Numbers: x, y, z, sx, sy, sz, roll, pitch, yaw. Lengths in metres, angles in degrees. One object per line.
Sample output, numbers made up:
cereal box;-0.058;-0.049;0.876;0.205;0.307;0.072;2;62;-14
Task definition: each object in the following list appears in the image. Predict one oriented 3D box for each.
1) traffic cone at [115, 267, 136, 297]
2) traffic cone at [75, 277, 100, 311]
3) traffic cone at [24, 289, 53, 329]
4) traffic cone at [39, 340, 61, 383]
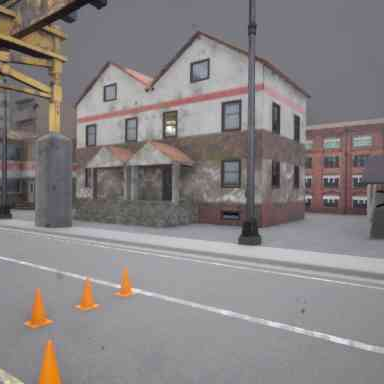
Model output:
traffic cone;-1.453;1.949;7.302;0.340;0.580;0.340;0;0;36
traffic cone;-2.038;1.949;6.491;0.340;0.580;0.340;0;0;36
traffic cone;-2.622;1.949;5.679;0.340;0.580;0.340;0;0;36
traffic cone;-1.584;1.952;3.699;0.340;0.580;0.340;0;0;36
